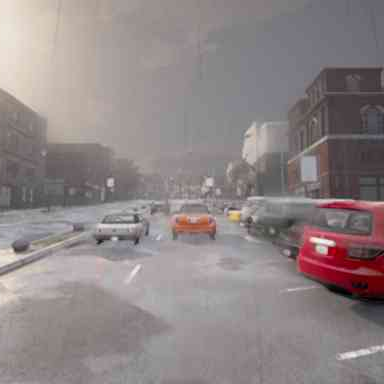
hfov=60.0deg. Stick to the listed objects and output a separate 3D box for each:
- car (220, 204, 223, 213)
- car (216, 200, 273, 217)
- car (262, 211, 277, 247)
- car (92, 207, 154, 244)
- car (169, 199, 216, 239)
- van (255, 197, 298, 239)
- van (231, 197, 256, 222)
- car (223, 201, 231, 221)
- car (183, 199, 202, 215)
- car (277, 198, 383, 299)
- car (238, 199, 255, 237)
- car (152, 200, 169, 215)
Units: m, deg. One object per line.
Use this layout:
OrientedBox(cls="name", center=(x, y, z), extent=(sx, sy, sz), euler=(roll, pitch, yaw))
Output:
OrientedBox(cls="car", center=(5.026, 1.545, 25.642), extent=(4.792, 1.488, 2.163), euler=(1, 0, -20))
OrientedBox(cls="car", center=(4.970, 1.526, 31.728), extent=(4.892, 1.521, 2.231), euler=(1, 0, -20))
OrientedBox(cls="car", center=(4.998, 1.498, 10.393), extent=(4.892, 1.521, 2.231), euler=(1, 0, -20))
OrientedBox(cls="car", center=(-3.154, 1.619, 15.795), extent=(1.895, 1.301, 4.718), euler=(0, 0, 0))
OrientedBox(cls="car", center=(0.095, 1.371, 17.673), extent=(2.097, 1.767, 4.553), euler=(0, 0, 0))
OrientedBox(cls="van", center=(5.113, 1.277, 13.485), extent=(4.442, 1.987, 1.878), euler=(1, 0, -20))
OrientedBox(cls="van", center=(4.895, 1.280, 19.488), extent=(4.442, 1.987, 1.878), euler=(1, 0, -20))
OrientedBox(cls="car", center=(5.175, 1.510, 22.647), extent=(5.366, 1.575, 1.946), euler=(1, 0, -20))
OrientedBox(cls="car", center=(0.042, 1.518, 35.527), extent=(1.882, 1.535, 5.008), euler=(0, 0, 0))
OrientedBox(cls="car", center=(5.032, 1.243, 7.363), extent=(5.566, 2.045, 2.435), euler=(1, 0, -20))
OrientedBox(cls="car", center=(4.972, 1.378, 16.479), extent=(4.553, 1.767, 2.185), euler=(1, 0, -20))
OrientedBox(cls="car", center=(-3.204, 1.564, 34.758), extent=(1.812, 1.442, 4.674), euler=(0, 0, 0))
